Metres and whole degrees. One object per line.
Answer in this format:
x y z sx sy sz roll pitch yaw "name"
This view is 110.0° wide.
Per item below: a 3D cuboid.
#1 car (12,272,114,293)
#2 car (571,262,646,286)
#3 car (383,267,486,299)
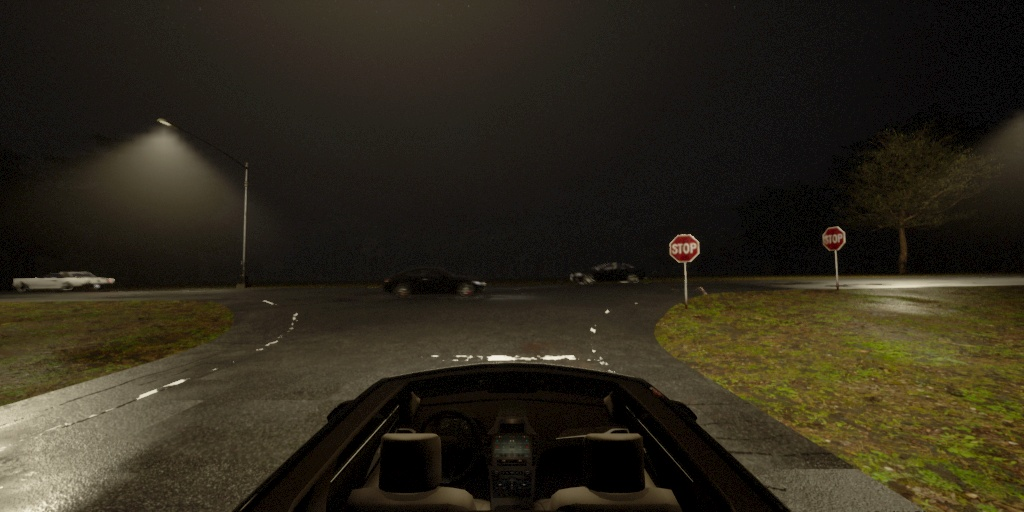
-29.617 1.715 23.704 4.718 1.301 1.895 -1 -3 0 "car"
6.404 1.193 23.959 4.902 1.511 2.128 -1 -3 -1 "car"
-3.581 1.226 16.736 4.674 1.442 1.812 0 -2 -1 "car"
